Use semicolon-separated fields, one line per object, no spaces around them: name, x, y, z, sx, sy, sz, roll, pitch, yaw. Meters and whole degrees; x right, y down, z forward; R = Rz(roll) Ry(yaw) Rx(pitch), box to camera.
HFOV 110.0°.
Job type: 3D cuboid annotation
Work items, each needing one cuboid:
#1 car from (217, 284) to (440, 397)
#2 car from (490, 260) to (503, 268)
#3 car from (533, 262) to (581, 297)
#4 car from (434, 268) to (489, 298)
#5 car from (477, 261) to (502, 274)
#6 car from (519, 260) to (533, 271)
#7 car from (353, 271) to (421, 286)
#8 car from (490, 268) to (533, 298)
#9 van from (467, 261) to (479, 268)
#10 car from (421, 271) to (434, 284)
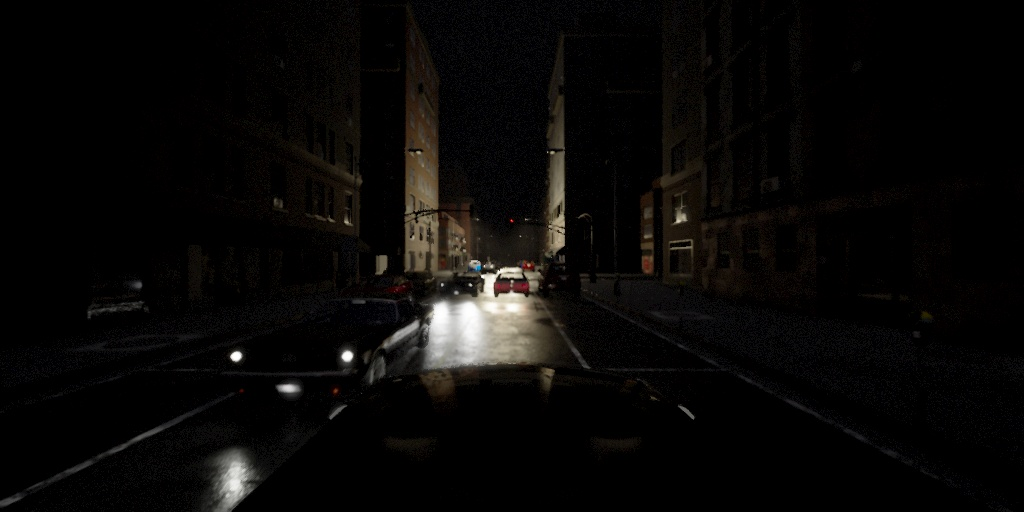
car;-2.853;1.405;6.785;1.895;1.301;4.718;0;-1;0
car;-2.896;1.879;61.453;1.837;1.490;4.892;0;-1;0
car;2.614;1.261;20.415;2.192;1.841;5.009;0;0;0
car;-2.664;1.545;20.049;1.895;1.301;4.718;0;-1;3
car;-2.879;1.773;47.311;2.033;1.411;5.357;0;0;4
car;2.634;1.649;57.784;2.192;1.841;5.009;0;0;0
car;-5.404;1.435;14.894;1.888;1.381;4.507;0;0;0
car;-0.013;1.545;20.126;1.895;1.301;4.718;0;-1;0
van;-5.472;1.620;52.366;1.690;1.789;3.998;0;0;0
car;-5.411;1.513;20.404;1.948;1.339;4.313;0;0;0
